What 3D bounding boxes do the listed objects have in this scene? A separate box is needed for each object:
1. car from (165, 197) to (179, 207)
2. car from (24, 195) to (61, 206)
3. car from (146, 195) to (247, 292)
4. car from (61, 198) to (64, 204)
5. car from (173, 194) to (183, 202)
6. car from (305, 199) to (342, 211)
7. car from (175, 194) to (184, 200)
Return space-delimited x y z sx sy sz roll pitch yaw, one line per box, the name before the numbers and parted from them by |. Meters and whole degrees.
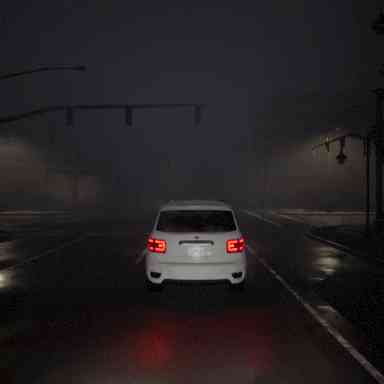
car | -3.120 1.547 52.584 2.033 1.411 5.357 0 0 0
car | -23.303 1.295 51.024 4.611 1.667 2.242 0 0 1
car | 0.089 1.221 9.091 2.150 2.045 5.566 0 0 0
car | -24.018 1.456 56.775 3.806 1.475 1.970 0 0 1
car | -3.225 1.355 74.898 2.097 1.767 4.553 0 0 0
car | 16.225 1.564 41.091 4.181 1.385 1.994 0 0 0
car | -3.348 1.339 90.004 2.033 1.411 5.357 0 0 0
